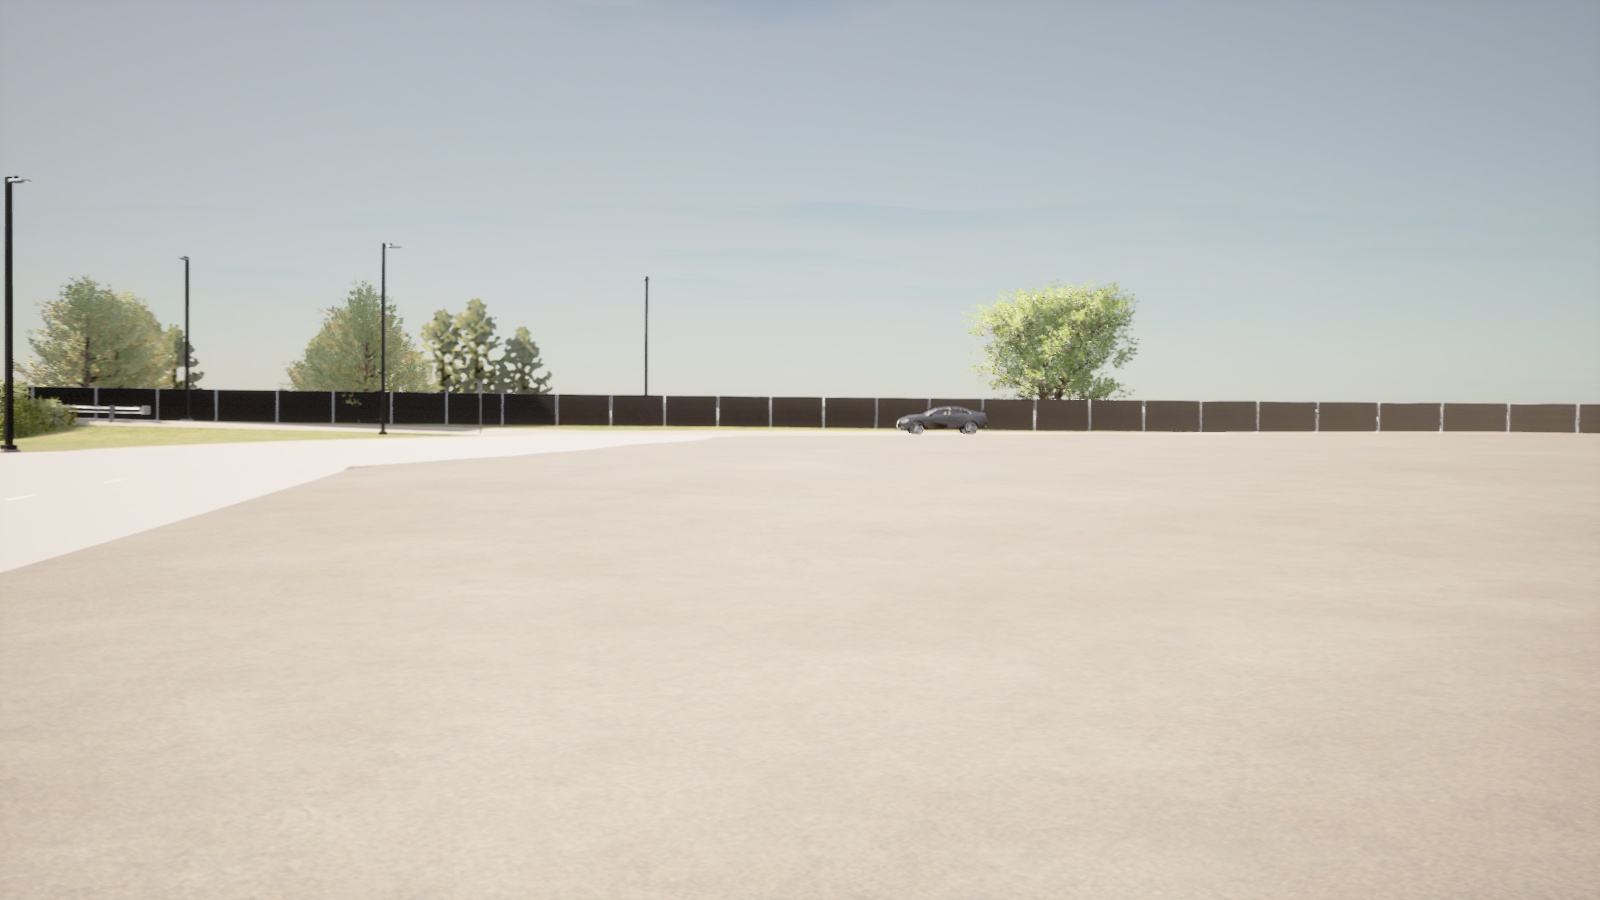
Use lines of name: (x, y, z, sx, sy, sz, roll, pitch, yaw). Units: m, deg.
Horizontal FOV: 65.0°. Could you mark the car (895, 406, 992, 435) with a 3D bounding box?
car: (7.679, -1.584, 67.565, 4.902, 1.511, 2.128, 0, 1, -3)
